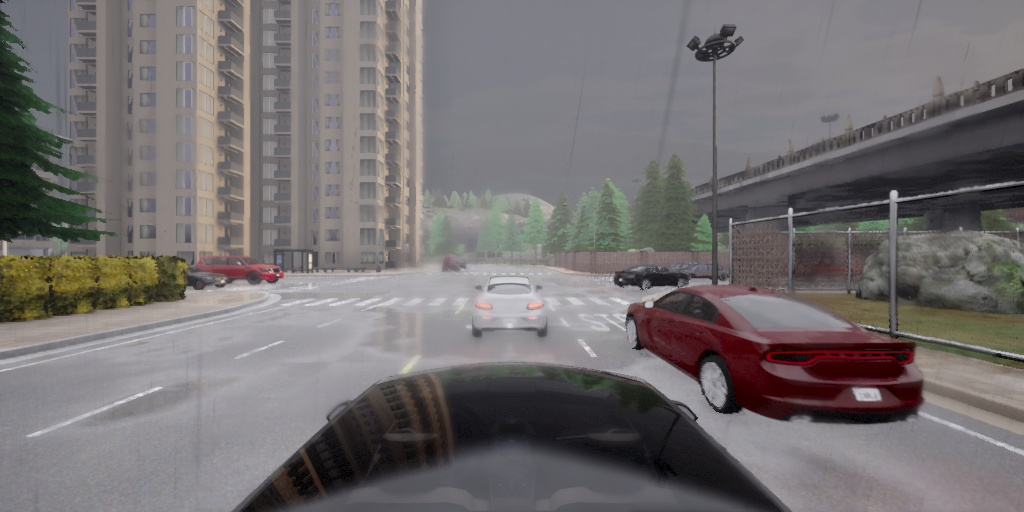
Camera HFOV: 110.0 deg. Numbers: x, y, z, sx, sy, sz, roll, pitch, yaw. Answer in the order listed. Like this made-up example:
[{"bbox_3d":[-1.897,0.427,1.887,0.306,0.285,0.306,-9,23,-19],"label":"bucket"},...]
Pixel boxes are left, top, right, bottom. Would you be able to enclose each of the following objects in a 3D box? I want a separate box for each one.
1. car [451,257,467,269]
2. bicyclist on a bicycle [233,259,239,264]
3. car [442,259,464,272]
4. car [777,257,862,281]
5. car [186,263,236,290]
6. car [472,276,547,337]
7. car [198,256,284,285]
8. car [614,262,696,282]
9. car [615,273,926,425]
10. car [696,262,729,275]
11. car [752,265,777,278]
[{"bbox_3d":[-8.118,1.297,56.726,2.033,1.411,5.357,0,0,-4],"label":"car"},{"bbox_3d":[-29.112,1.106,37.787,0.582,1.620,1.656,0,0,-1],"label":"bicyclist on a bicycle"},{"bbox_3d":[-7.783,1.351,46.106,1.895,1.301,4.718,0,0,-1],"label":"car"},{"bbox_3d":[26.086,1.027,30.219,5.566,2.045,2.150,0,0,-1],"label":"car"},{"bbox_3d":[-20.449,1.331,22.423,4.674,1.442,1.812,0,0,-1],"label":"car"},{"bbox_3d":[-0.074,1.276,10.161,1.812,1.442,4.674,0,0,-1],"label":"car"},{"bbox_3d":[-19.707,1.027,25.925,5.566,2.045,2.150,0,0,-1],"label":"car"},{"bbox_3d":[8.762,1.280,22.453,5.008,1.535,1.882,0,-2,-25],"label":"car"},{"bbox_3d":[3.499,1.228,6.041,1.882,1.535,5.008,0,0,-1],"label":"car"},{"bbox_3d":[15.915,1.353,30.088,5.357,1.411,2.033,0,0,-1],"label":"car"},{"bbox_3d":[24.957,1.369,33.700,4.181,1.385,1.994,0,0,0],"label":"car"}]
